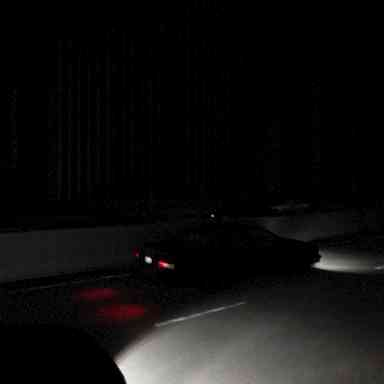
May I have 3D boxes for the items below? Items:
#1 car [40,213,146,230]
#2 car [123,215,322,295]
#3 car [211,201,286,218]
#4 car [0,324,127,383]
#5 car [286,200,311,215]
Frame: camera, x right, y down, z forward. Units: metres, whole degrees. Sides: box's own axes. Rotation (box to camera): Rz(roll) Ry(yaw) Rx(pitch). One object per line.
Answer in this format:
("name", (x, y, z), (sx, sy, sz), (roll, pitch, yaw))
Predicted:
("car", (-3.904, 1.593, 14.042), (4.718, 1.301, 1.895), (0, 0, -35))
("car", (1.098, 1.543, 8.755), (5.357, 1.411, 2.033), (0, 0, -35))
("car", (3.890, 1.535, 23.631), (5.357, 1.411, 2.033), (0, 0, -34))
("car", (-2.425, 1.562, 1.999), (4.181, 1.385, 1.994), (0, 0, -35))
("car", (9.322, 1.509, 31.540), (4.674, 1.442, 1.812), (0, 0, -34))
